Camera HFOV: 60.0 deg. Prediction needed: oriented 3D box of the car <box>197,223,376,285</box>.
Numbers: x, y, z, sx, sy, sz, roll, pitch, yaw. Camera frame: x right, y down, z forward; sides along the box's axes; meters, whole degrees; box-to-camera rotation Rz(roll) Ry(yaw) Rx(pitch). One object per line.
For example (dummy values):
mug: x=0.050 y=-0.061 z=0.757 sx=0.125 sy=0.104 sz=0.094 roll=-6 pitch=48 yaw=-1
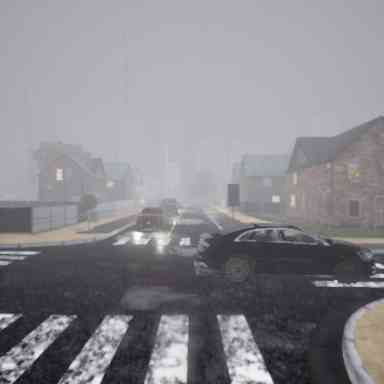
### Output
car: x=2.583 y=1.662 z=9.512 sx=4.902 sy=1.511 sz=2.128 roll=1 pitch=-1 yaw=0

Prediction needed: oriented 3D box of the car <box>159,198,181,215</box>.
car: x=-2.839 y=1.778 z=41.199 sx=2.150 sy=2.045 sz=5.566 roll=0 pitch=-1 yaw=0

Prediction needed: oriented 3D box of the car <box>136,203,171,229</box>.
car: x=-2.846 y=1.803 z=24.355 sx=1.882 sy=1.535 sz=5.008 roll=0 pitch=-1 yaw=0
